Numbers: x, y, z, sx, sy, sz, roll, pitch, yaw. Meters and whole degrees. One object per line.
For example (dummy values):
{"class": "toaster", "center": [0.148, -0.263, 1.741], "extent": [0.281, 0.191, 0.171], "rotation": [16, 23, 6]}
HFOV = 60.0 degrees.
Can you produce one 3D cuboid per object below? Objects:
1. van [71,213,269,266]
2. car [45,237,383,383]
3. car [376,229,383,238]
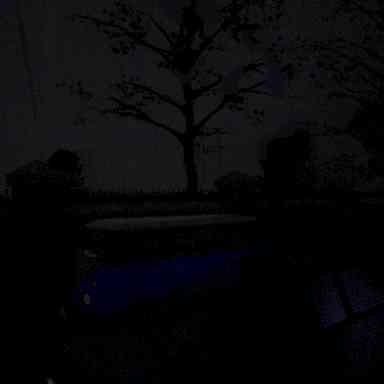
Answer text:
{"class": "van", "center": [-0.282, 1.343, 6.358], "extent": [3.998, 1.788, 1.690], "rotation": [0, 0, -35]}
{"class": "car", "center": [1.161, 1.549, 4.207], "extent": [5.357, 1.411, 2.033], "rotation": [0, 0, -36]}
{"class": "car", "center": [8.886, 1.573, 12.896], "extent": [4.313, 1.339, 1.947], "rotation": [0, 0, -35]}
